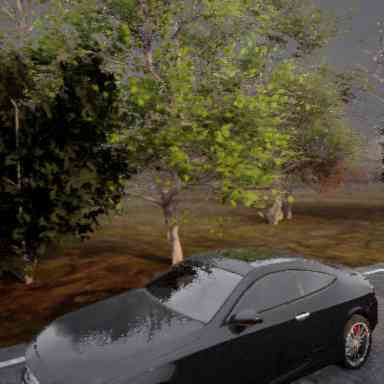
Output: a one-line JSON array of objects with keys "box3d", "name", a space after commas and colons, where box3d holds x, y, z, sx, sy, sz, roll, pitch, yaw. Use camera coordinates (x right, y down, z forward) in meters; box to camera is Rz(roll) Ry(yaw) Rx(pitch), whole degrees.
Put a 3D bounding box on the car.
[{"box3d": [0.489, 1.506, 4.162, 4.674, 1.442, 1.812, 0, 0, -34], "name": "car"}]
